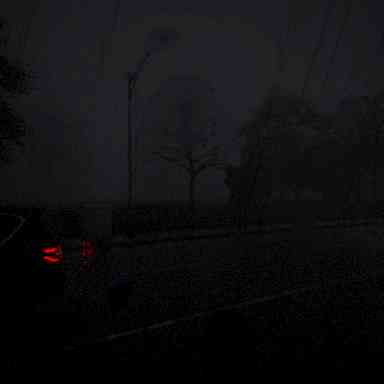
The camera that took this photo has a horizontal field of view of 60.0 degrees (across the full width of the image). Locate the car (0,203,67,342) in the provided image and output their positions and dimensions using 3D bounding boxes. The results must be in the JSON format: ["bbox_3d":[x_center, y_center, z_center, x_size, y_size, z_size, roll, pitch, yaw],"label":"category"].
[{"bbox_3d":[-4.771,1.209,4.800,5.566,2.045,2.150,0,0,-35],"label":"car"}]
